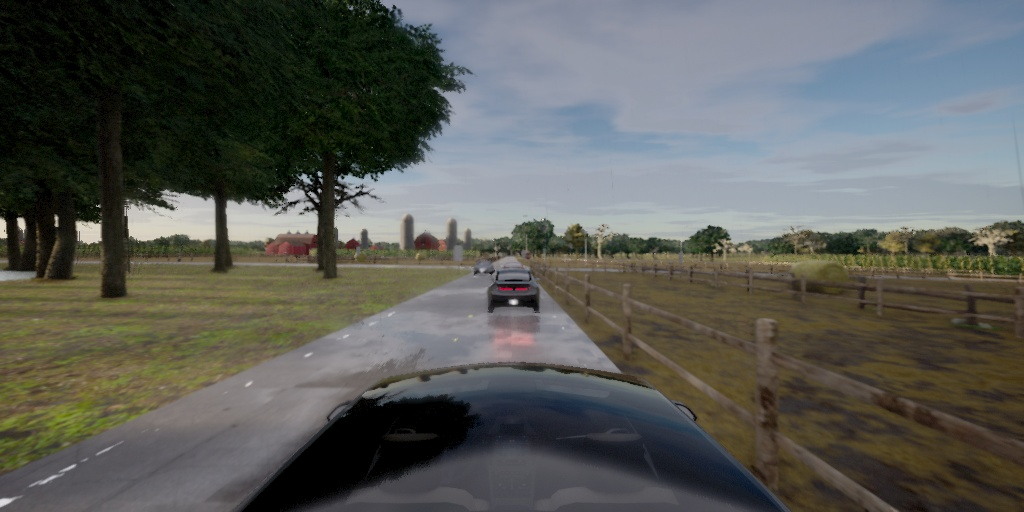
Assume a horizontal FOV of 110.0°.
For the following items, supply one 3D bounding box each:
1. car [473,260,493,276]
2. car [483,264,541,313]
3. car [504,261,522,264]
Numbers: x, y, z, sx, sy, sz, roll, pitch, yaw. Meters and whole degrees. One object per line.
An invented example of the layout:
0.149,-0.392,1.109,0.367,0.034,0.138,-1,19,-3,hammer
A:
-2.806,1.184,36.480,2.128,1.511,4.902,0,0,0,car
0.074,1.243,14.037,1.837,1.490,4.892,0,0,0,car
0.085,1.186,29.689,1.882,1.535,5.008,0,0,0,car
